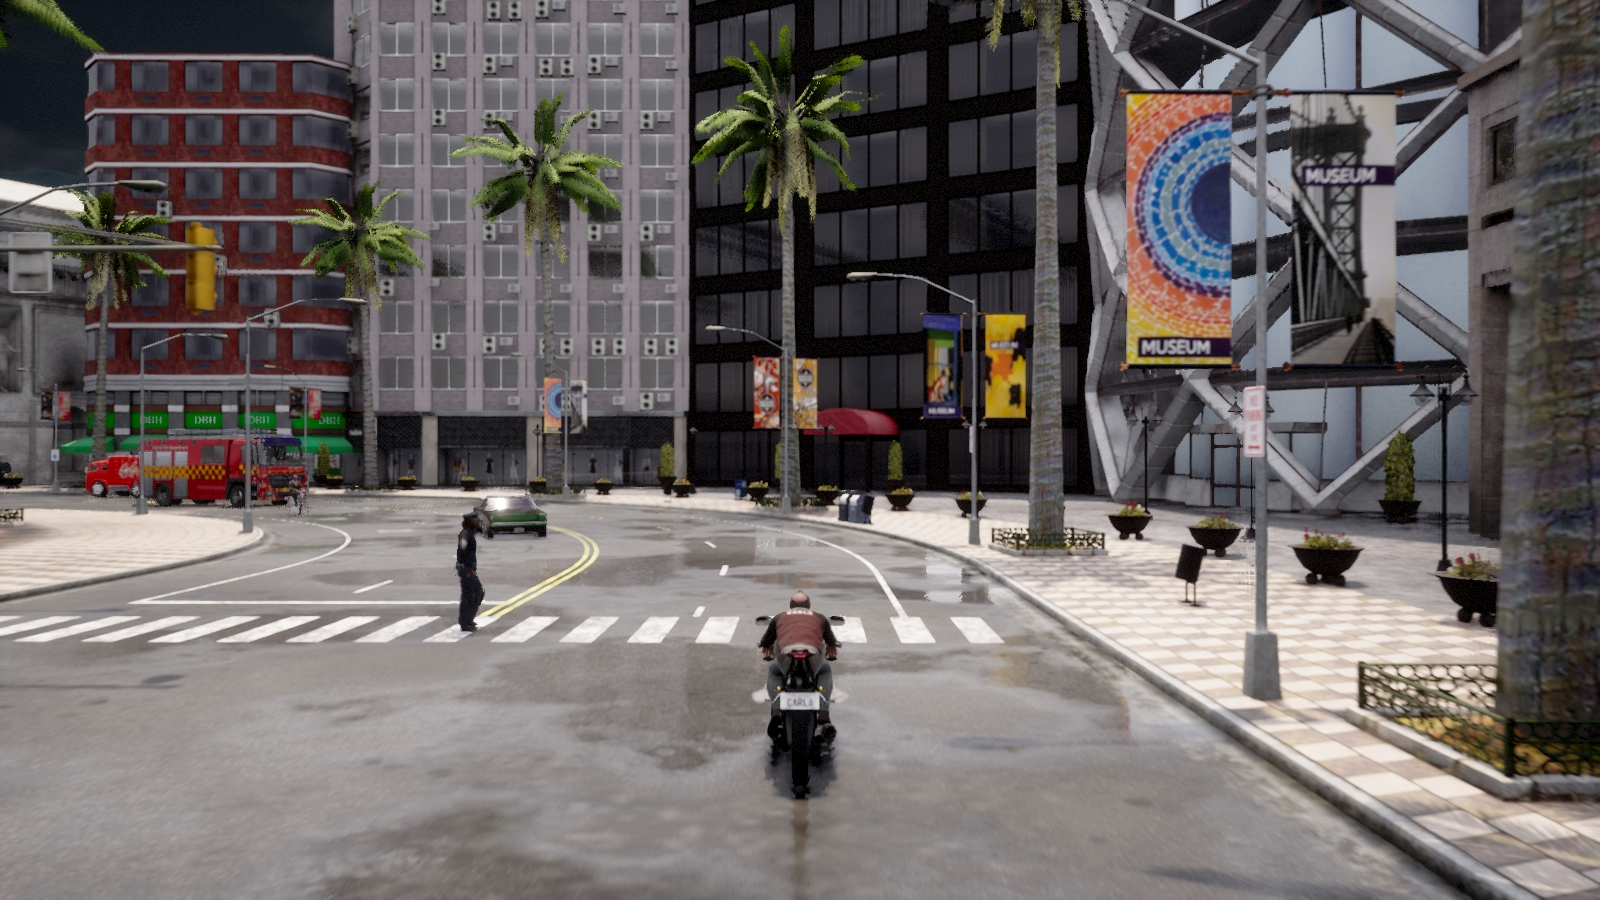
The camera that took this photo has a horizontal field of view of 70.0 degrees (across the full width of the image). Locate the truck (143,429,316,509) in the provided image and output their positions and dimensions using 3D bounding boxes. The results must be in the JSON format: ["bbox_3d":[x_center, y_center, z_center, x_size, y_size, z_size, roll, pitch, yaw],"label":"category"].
[{"bbox_3d":[-28.552,0.895,57.133,8.468,3.827,2.891,0,0,22],"label":"truck"}]

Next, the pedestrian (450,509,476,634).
[{"bbox_3d":[-5.148,1.850,17.475,0.375,1.860,0.375,0,0,-16],"label":"pedestrian"}]

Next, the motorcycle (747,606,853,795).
[{"bbox_3d":[-0.001,2.206,10.482,0.867,1.251,2.209,0,0,0],"label":"motorcycle"}]

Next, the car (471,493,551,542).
[{"bbox_3d":[-9.524,2.158,37.425,1.895,1.301,4.718,0,0,-22],"label":"car"}]

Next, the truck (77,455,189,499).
[{"bbox_3d":[-39.236,1.559,67.289,5.204,2.467,2.627,-1,0,9],"label":"truck"}]
